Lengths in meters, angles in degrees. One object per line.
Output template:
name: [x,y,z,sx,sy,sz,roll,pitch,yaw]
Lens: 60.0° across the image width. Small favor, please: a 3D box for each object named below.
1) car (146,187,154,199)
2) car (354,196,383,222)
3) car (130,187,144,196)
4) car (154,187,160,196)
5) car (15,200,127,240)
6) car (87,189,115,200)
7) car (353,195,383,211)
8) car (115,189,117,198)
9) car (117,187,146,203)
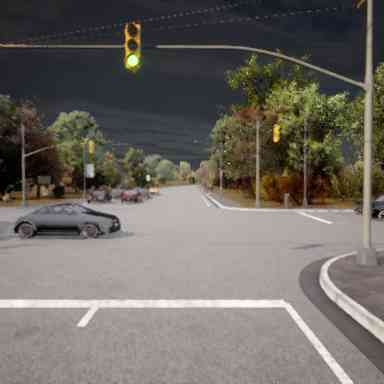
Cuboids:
car: [-7.101,0.245,48.843,1.837,1.490,4.892,0,2,0]
car: [12.849,1.076,20.283,4.718,1.301,1.895,0,1,3]
car: [-10.521,-0.133,63.633,1.837,1.490,4.892,0,1,0]
car: [-7.029,-0.121,62.027,1.882,1.535,5.008,0,2,0]
car: [-5.215,1.195,14.203,4.181,1.385,1.994,0,1,3]
car: [-10.610,0.575,38.336,1.994,1.385,4.181,0,1,0]
car: [14.198,0.864,23.720,5.008,1.535,1.882,0,1,3]
car: [-10.603,0.288,47.209,1.837,1.490,4.892,0,1,0]
car: [-7.108,0.460,39.437,1.882,1.535,5.008,0,1,0]
